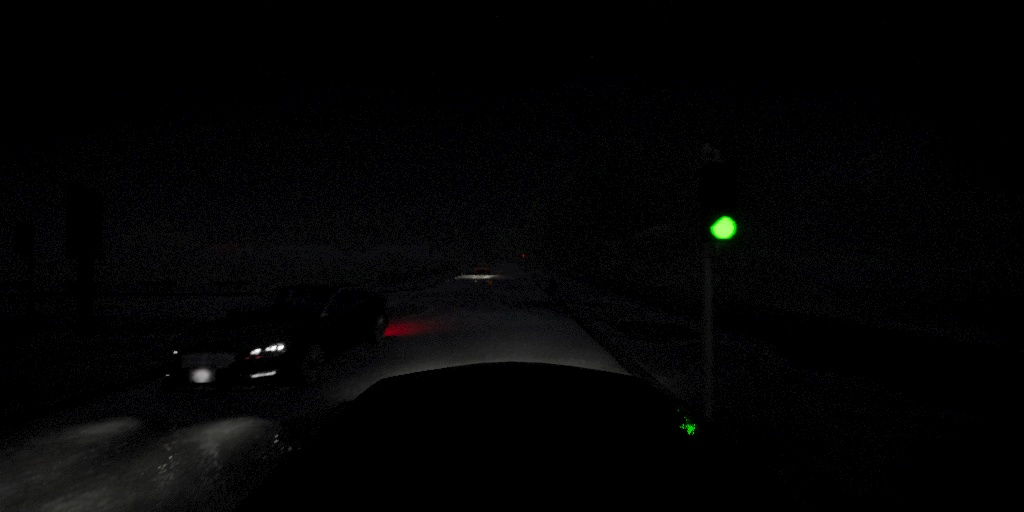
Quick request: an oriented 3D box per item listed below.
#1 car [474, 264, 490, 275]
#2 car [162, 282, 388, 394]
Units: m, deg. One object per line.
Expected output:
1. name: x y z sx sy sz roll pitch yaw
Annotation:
1. car: -4.000 1.801 48.696 1.882 1.535 5.008 0 0 0
2. car: -4.002 1.307 7.086 2.128 1.511 4.902 0 -1 0
